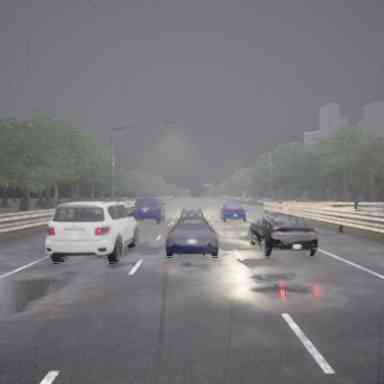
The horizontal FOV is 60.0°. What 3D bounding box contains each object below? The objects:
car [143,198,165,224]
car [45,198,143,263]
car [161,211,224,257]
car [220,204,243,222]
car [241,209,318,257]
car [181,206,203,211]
[{"bbox_3d":[-3.491,1.494,27.586,2.150,2.045,5.566,0,0,0],"label":"car"},{"bbox_3d":[-3.489,1.352,12.598,2.150,2.045,5.566,0,0,0],"label":"car"},{"bbox_3d":[0.020,1.701,13.518,1.994,1.385,4.181,0,0,0],"label":"car"},{"bbox_3d":[3.524,1.761,29.238,1.882,1.535,5.008,0,0,0],"label":"car"},{"bbox_3d":[3.520,1.629,13.521,2.128,1.511,4.902,0,0,0],"label":"car"},{"bbox_3d":[0.016,1.876,28.268,1.895,1.301,4.718,0,0,1],"label":"car"}]
